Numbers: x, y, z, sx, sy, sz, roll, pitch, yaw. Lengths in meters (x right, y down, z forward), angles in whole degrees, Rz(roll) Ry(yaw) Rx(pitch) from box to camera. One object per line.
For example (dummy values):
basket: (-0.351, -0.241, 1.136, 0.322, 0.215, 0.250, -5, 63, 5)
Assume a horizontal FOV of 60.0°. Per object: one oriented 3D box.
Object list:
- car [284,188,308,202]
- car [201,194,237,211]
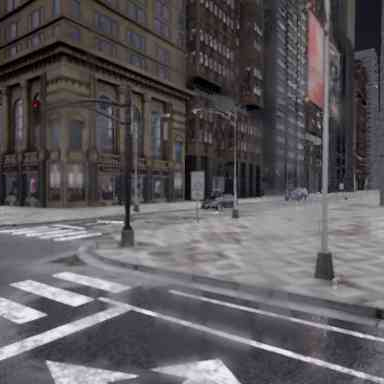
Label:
car: (16.146, 0.401, 51.313, 2.150, 2.045, 5.566, 1, 1, 36)
car: (2.724, 0.997, 32.737, 1.837, 1.490, 4.892, 1, 1, 36)
